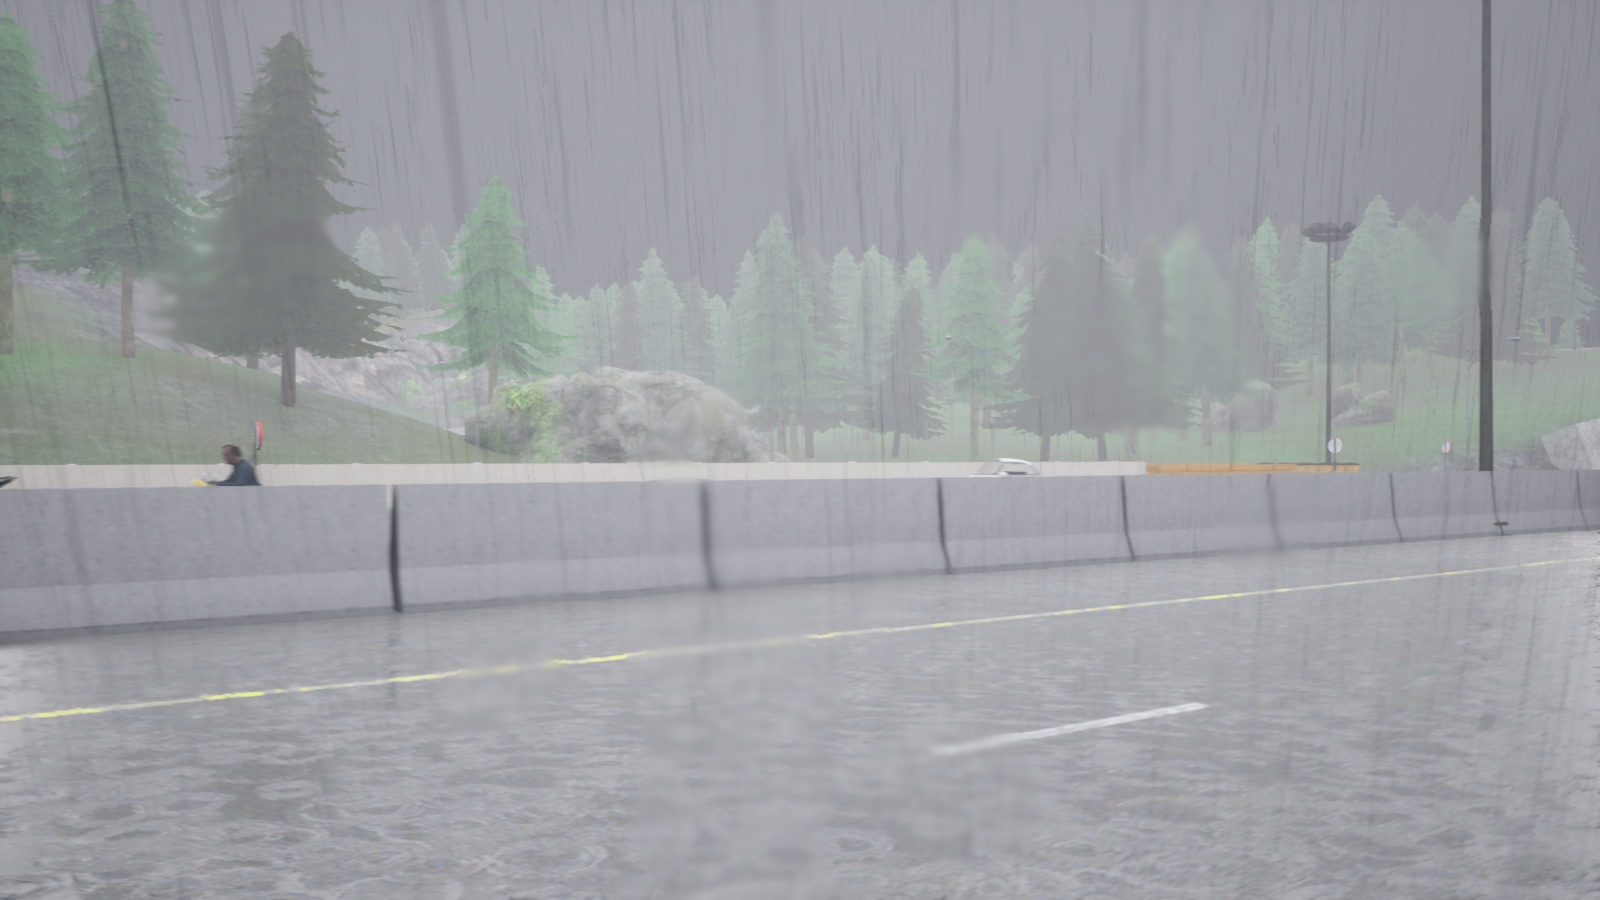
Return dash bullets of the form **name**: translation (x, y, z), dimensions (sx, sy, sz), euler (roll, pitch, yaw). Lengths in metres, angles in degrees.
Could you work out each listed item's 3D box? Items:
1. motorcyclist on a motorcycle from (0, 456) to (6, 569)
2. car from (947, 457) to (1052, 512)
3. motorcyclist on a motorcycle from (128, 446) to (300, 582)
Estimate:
- **motorcyclist on a motorcycle**: translation (-11.881, 0.846, 16.711), dimensions (2.191, 1.530, 0.866), euler (0, 0, -35)
- **car**: translation (5.141, 0.868, 32.403), dimensions (2.207, 1.376, 1.481), euler (0, 0, -23)
- **motorcyclist on a motorcycle**: translation (-7.289, 0.752, 15.643), dimensions (1.817, 1.590, 0.866), euler (0, 0, -35)
